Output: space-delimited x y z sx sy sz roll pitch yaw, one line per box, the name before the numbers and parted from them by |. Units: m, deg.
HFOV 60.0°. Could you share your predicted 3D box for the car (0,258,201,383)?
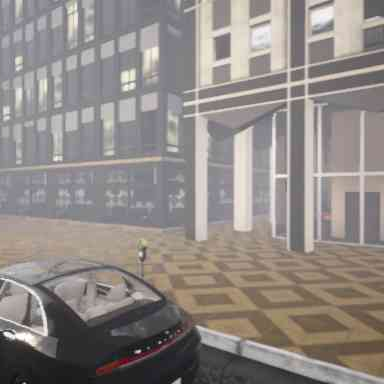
car | -1.961 1.550 4.275 4.403 1.369 2.008 0 0 36
